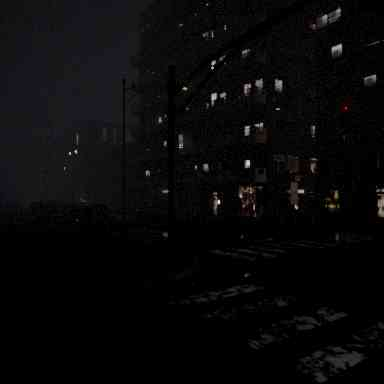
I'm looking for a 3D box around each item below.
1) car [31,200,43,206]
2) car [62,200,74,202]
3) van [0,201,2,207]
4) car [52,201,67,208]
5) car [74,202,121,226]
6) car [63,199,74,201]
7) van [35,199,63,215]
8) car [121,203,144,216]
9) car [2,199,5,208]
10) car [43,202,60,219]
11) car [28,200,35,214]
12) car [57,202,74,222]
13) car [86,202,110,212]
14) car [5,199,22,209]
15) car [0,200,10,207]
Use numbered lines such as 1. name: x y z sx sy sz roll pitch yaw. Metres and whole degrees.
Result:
1. car: -39.382 2.772 84.578 1.947 1.339 4.313 -1 0 -35
2. car: -13.096 2.000 38.540 2.128 1.511 4.902 0 -1 -35
3. van: -39.610 2.411 71.313 1.690 1.788 3.998 -1 0 -35
4. car: -26.567 2.461 66.591 1.887 1.381 4.507 -1 0 -35
5. car: -7.551 1.776 26.316 1.967 1.590 4.097 -1 0 -35
6. car: -23.368 2.159 62.094 2.192 1.841 5.009 -1 0 -35
7. van: -17.170 1.900 39.815 1.690 1.788 3.998 -1 0 -35
8. car: -7.444 2.004 39.749 1.752 1.417 4.829 -1 0 -35
9. car: -36.401 2.542 66.813 1.887 1.381 4.507 -1 0 -35
10. car: -13.960 2.035 35.314 2.008 1.369 4.403 -1 0 -35
11. car: -20.374 2.072 44.314 1.967 1.590 4.097 -1 0 -35
12. car: -10.656 1.933 30.677 1.752 1.417 4.829 -1 0 -35
13. car: -13.752 2.190 48.604 1.947 1.339 4.313 -1 0 -35
14. car: -33.197 2.365 62.313 1.967 1.590 4.097 -1 0 -35
15. car: -42.714 2.665 75.674 1.752 1.417 4.829 -1 0 -35
